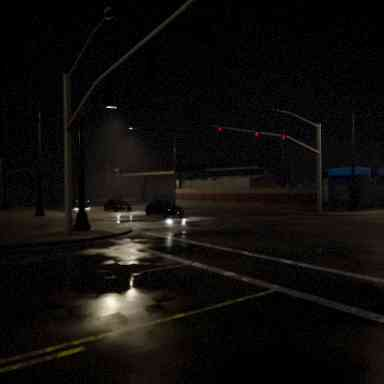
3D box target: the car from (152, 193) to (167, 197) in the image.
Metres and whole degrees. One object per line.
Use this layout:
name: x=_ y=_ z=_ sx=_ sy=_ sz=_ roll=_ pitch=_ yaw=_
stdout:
car: x=-6.642 y=0.967 z=75.105 sx=4.611 sy=1.667 sz=2.242 roll=-1 pitch=0 yaw=-35

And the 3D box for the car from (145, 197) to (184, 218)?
car: x=-2.551 y=1.465 z=29.577 sx=1.812 sy=1.442 sz=4.674 roll=-1 pitch=0 yaw=-37

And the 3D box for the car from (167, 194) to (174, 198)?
car: x=-2.671 y=1.111 z=70.883 sx=3.806 sy=1.475 sz=1.970 roll=-1 pitch=0 yaw=-35

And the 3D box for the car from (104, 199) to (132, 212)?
car: x=-8.487 y=1.478 z=37.564 sx=1.812 sy=1.442 sz=4.674 roll=-1 pitch=1 yaw=-36

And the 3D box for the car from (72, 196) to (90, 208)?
car: x=-16.555 y=1.322 z=48.442 sx=2.097 sy=1.767 sz=4.553 roll=-1 pitch=1 yaw=-36
